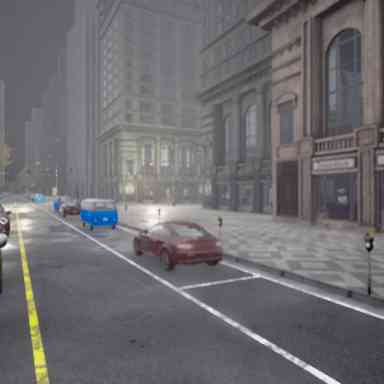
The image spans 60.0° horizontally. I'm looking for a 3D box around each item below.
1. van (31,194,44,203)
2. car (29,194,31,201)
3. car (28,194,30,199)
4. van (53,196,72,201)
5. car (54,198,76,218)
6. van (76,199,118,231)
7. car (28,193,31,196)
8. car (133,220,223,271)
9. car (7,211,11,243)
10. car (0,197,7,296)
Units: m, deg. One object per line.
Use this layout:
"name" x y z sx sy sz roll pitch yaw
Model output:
"van" -31.593 1.324 68.600 1.690 1.788 3.998 0 0 -28
"car" -34.151 1.552 73.370 1.947 1.339 4.313 0 0 -28
"car" -36.709 1.533 78.141 1.887 1.381 4.507 0 0 -28
"van" -13.632 1.320 35.130 1.690 1.788 3.998 0 0 -28
"car" -11.023 1.525 30.260 1.887 1.381 4.507 0 0 -28
"van" -5.803 1.326 20.521 1.690 1.788 3.998 0 0 -28
"car" -39.267 1.575 82.912 1.802 1.307 4.206 0 0 -28
"car" -0.583 1.573 10.781 1.802 1.307 4.206 0 0 -28
"car" -10.455 1.343 16.970 2.097 1.767 4.553 0 0 -28
"car" -4.346 1.219 5.374 2.150 2.045 5.566 0 0 -28
